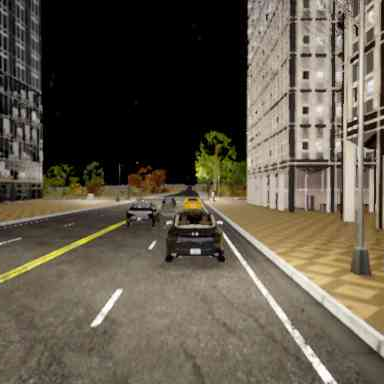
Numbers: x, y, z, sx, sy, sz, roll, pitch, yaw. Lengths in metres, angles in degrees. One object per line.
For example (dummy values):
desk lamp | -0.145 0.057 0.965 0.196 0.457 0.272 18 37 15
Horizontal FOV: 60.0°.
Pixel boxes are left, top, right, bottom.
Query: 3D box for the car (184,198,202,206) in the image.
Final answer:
car | 0.094 1.344 36.744 1.882 1.535 5.008 0 0 0

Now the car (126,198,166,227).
car | -3.154 1.412 22.305 2.128 1.511 4.902 0 0 0

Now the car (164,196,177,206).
car | -3.159 1.317 46.497 2.128 1.511 4.902 0 0 0

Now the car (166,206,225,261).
car | 0.099 1.462 11.993 1.837 1.490 4.892 0 0 0
